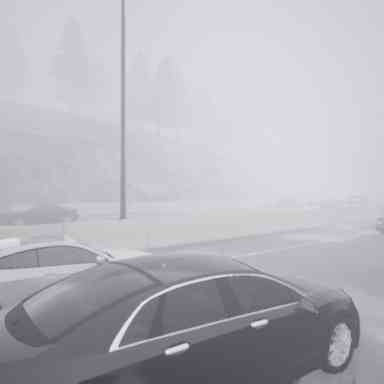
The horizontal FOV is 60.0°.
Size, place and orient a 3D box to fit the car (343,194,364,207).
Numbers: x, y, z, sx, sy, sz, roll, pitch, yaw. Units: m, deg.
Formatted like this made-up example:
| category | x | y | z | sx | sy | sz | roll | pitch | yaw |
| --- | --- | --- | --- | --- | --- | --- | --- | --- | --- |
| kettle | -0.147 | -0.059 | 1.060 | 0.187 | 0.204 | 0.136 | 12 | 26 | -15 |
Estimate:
| category | x | y | z | sx | sy | sz | roll | pitch | yaw |
| --- | --- | --- | --- | --- | --- | --- | --- | --- | --- |
| car | 21.642 | 1.309 | 43.448 | 2.150 | 2.045 | 5.566 | 0 | -1 | 40 |

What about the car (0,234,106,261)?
| category | x | y | z | sx | sy | sz | roll | pitch | yaw |
| --- | --- | --- | --- | --- | --- | --- | --- | --- | --- |
| car | -2.605 | 1.542 | 6.302 | 4.674 | 1.442 | 1.812 | 0 | 0 | -36 |

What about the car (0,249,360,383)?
| category | x | y | z | sx | sy | sz | roll | pitch | yaw |
| --- | --- | --- | --- | --- | --- | --- | --- | --- | --- |
| car | 0.117 | 1.514 | 3.972 | 4.892 | 1.490 | 1.837 | 0 | 0 | -36 |

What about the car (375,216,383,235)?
| category | x | y | z | sx | sy | sz | roll | pitch | yaw |
| --- | --- | --- | --- | --- | --- | --- | --- | --- | --- |
| car | 11.661 | 1.581 | 17.830 | 5.357 | 1.411 | 2.033 | 0 | 0 | -42 |

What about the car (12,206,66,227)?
| category | x | y | z | sx | sy | sz | roll | pitch | yaw |
| --- | --- | --- | --- | --- | --- | --- | --- | --- | --- |
| car | -10.296 | 1.536 | 22.636 | 5.008 | 1.535 | 1.882 | 0 | 0 | -38 |
